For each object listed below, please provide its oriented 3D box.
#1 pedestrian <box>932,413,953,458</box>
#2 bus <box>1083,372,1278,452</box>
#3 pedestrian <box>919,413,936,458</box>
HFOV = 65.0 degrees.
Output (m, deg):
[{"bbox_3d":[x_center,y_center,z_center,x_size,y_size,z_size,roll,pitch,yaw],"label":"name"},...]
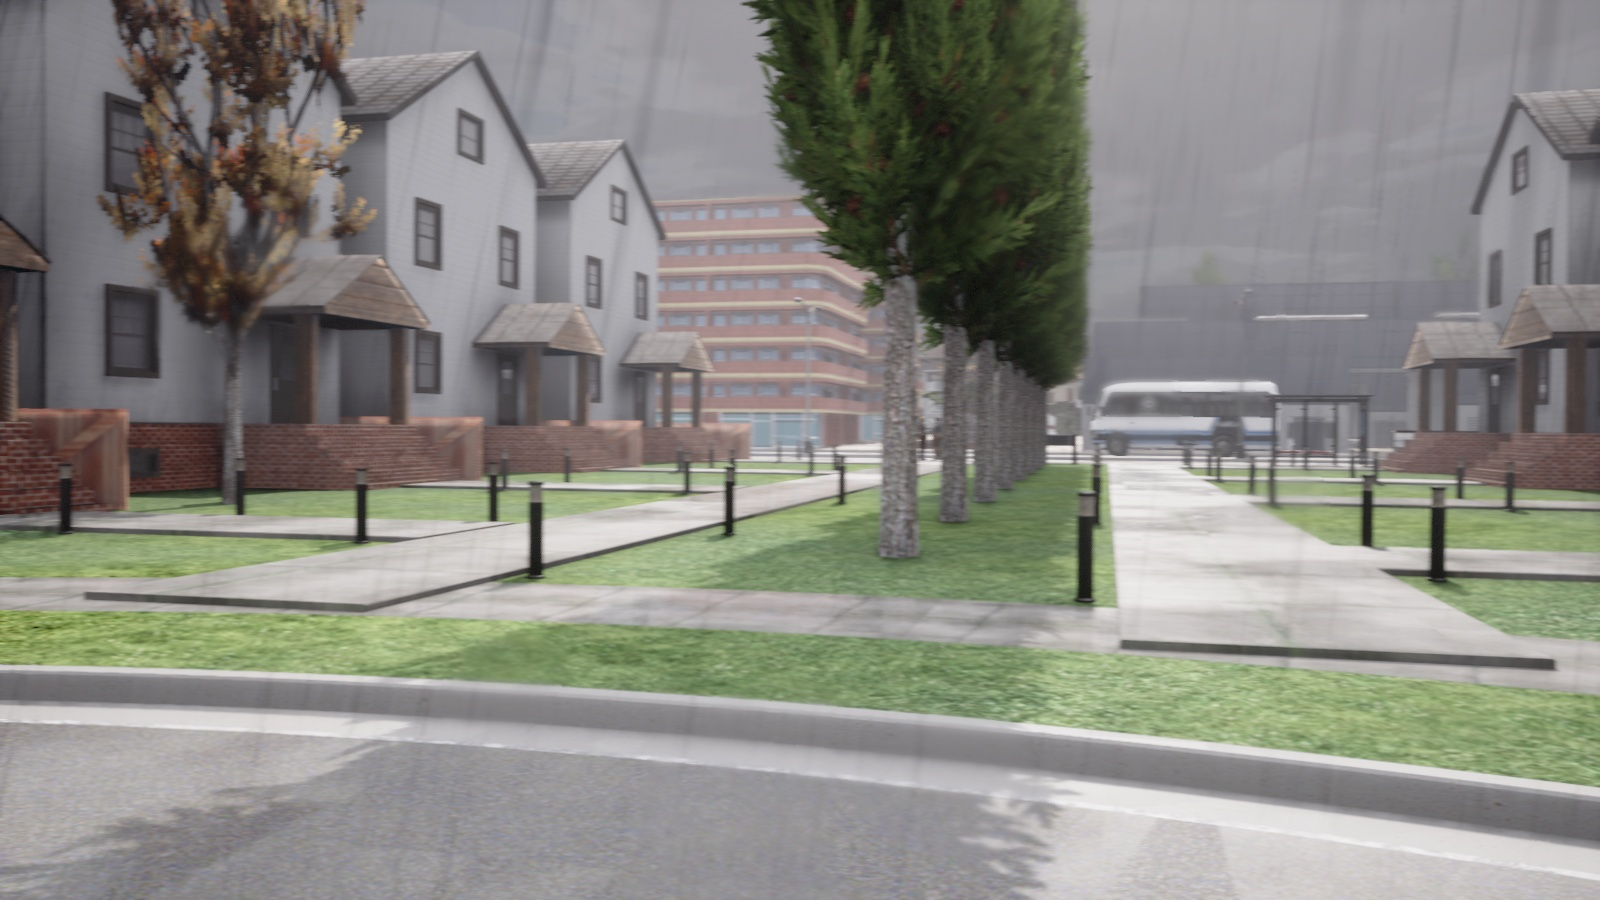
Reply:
[{"bbox_3d":[5.883,-0.600,51.971,0.540,1.848,0.694,-1,1,-29],"label":"pedestrian"},{"bbox_3d":[21.252,-2.065,70.841,10.273,4.253,3.944,0,1,14],"label":"bus"},{"bbox_3d":[5.285,-0.586,52.095,0.331,1.846,0.634,-1,1,-40],"label":"pedestrian"}]
